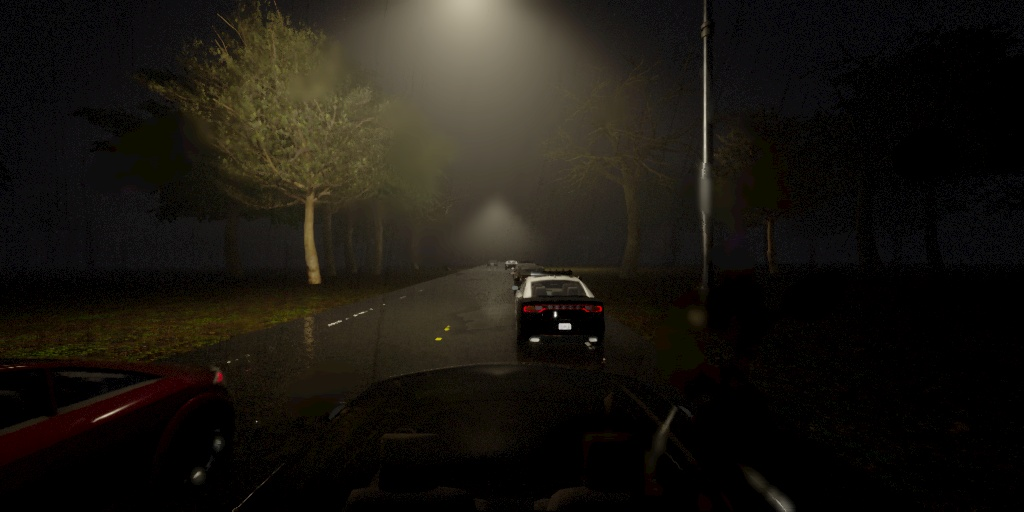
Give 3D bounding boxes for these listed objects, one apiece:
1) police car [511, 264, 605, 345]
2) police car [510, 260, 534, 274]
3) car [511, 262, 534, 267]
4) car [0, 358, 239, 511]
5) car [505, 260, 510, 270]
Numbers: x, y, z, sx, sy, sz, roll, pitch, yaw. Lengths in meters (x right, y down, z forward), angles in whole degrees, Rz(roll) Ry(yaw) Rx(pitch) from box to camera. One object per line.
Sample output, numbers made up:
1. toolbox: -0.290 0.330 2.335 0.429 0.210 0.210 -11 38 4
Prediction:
1. police car: 1.033 1.178 9.623 1.930 1.638 5.238 0 0 0
2. police car: 1.001 1.185 25.626 1.930 1.638 5.238 0 0 0
3. car: 1.013 1.263 19.516 1.837 1.490 4.892 0 0 0
4. car: -3.602 1.314 1.678 1.994 1.385 4.181 0 0 0
5. car: -0.037 1.393 52.779 1.895 1.301 4.718 0 0 0
